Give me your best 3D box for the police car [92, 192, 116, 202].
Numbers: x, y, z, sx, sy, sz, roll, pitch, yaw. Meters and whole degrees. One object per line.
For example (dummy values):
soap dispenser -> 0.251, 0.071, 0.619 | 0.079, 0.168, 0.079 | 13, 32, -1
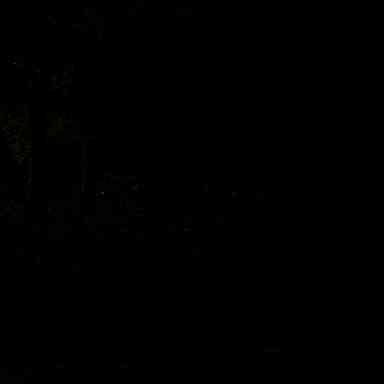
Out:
police car -> -15.737, 0.812, 58.591 | 1.930, 1.638, 5.238 | -2, -1, 35
